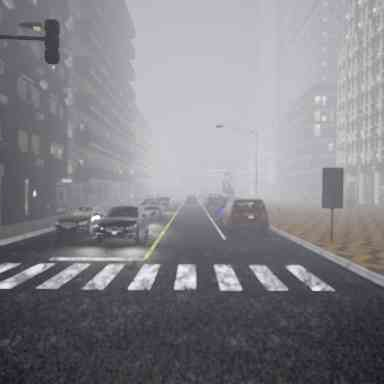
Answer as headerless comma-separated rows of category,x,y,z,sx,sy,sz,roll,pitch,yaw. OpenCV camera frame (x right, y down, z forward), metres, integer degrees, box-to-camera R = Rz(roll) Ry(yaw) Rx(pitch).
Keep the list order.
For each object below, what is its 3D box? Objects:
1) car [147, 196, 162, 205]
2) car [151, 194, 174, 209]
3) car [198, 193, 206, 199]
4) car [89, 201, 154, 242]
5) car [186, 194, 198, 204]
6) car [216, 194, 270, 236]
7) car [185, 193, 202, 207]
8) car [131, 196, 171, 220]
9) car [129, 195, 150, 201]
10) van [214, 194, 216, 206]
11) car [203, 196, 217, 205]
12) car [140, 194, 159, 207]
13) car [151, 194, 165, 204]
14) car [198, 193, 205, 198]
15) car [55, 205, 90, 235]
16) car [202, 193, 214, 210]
car,-5.719,1.248,50.657,1.802,1.307,4.206,0,0,0
car,-3.095,1.256,36.507,1.837,1.490,4.892,0,0,0
car,2.637,0.989,89.347,1.967,1.590,4.097,0,0,0
car,-3.103,1.369,15.692,1.837,1.490,4.892,0,0,0
car,-0.028,1.149,56.694,1.882,1.535,5.008,0,0,0
car,2.682,1.204,17.502,2.192,1.841,5.009,0,0,0
car,-0.023,1.284,46.693,1.994,1.385,4.181,0,0,0
car,-3.106,1.297,26.092,2.128,1.511,4.902,0,0,0
car,-5.708,1.298,34.077,2.008,1.369,4.403,0,0,0
van,2.679,1.199,23.028,1.690,1.788,3.998,0,0,0
car,2.661,1.262,50.662,1.887,1.381,4.507,0,0,0
car,-5.715,1.133,45.129,1.967,1.590,4.097,0,0,0
car,-5.722,1.079,56.183,1.967,1.590,4.097,0,0,0
car,2.633,1.053,95.044,1.752,1.417,4.829,0,0,0
car,-5.698,1.388,17.497,2.008,1.369,4.403,0,0,0
car,2.668,1.086,39.607,2.192,1.841,5.009,0,0,0
